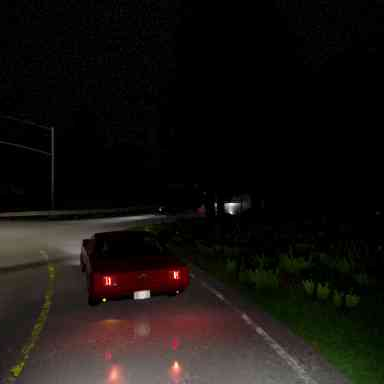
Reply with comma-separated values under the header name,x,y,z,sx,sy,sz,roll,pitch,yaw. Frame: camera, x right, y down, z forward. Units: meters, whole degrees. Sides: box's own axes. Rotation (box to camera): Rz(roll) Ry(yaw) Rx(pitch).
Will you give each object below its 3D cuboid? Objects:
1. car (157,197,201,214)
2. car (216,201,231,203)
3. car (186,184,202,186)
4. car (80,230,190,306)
name,x,y,z,sx,sy,sz,roll,pitch,yaw
car,-1.232,1.256,31.942,2.128,1.511,4.902,0,2,42
car,4.109,0.495,43.105,1.837,1.490,4.892,0,4,4
car,0.565,-0.988,57.590,2.097,1.767,4.553,0,5,-26
car,-1.695,1.601,8.189,1.895,1.301,4.718,0,0,-21
